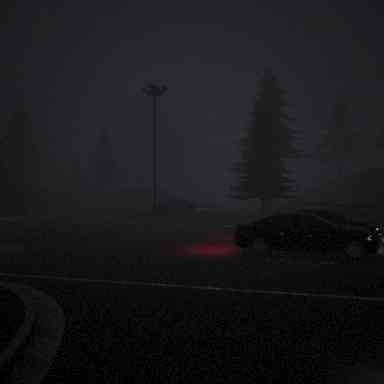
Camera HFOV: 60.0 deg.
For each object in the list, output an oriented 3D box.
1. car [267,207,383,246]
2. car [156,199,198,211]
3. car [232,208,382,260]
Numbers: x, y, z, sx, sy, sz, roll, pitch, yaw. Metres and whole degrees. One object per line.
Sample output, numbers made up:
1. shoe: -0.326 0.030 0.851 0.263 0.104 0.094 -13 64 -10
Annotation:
1. car: 5.968 1.503 15.358 4.892 1.490 1.837 0 0 13
2. car: -1.685 1.544 39.628 5.357 1.411 2.033 0 0 -42
3. car: 4.012 1.476 12.220 5.008 1.535 1.882 0 0 13
